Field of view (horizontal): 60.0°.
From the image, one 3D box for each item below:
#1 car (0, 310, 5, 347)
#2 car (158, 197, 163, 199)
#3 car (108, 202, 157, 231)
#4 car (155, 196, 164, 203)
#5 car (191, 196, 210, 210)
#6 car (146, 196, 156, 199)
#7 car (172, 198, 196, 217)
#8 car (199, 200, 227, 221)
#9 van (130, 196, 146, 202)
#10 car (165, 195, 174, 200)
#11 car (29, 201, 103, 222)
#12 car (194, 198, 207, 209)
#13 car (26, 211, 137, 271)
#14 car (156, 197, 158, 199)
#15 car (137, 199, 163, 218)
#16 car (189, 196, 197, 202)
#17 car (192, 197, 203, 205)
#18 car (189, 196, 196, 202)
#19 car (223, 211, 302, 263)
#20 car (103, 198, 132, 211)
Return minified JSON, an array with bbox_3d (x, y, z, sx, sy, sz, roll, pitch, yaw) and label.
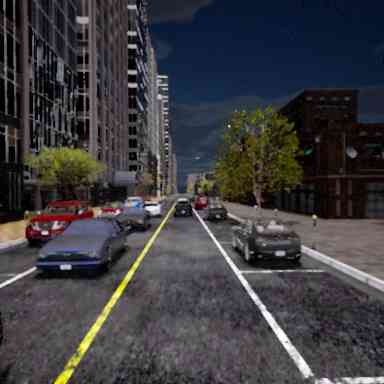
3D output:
[{"bbox_3d":[-3.091,1.626,1.708,1.895,1.301,4.718,0,0,-2],"label":"car"},{"bbox_3d":[-7.923,1.838,77.874,1.752,1.417,4.829,-1,0,-2],"label":"car"},{"bbox_3d":[-3.676,1.643,21.571,2.033,1.411,5.357,0,0,-1],"label":"car"},{"bbox_3d":[-8.084,1.858,83.406,1.752,1.417,4.829,-1,0,-2],"label":"car"},{"bbox_3d":[1.411,1.452,45.084,2.192,1.841,5.009,-1,0,-2],"label":"car"},{"bbox_3d":[-7.127,1.532,50.382,2.192,1.841,5.009,-1,0,-2],"label":"car"},{"bbox_3d":[-0.871,1.619,33.368,1.837,1.490,4.892,0,-1,-1],"label":"car"},{"bbox_3d":[1.932,1.627,27.752,2.008,1.369,4.403,-1,0,-2],"label":"car"},{"bbox_3d":[-6.804,1.519,39.318,1.690,1.788,3.998,-1,0,-2],"label":"van"},{"bbox_3d":[-5.236,1.391,78.331,2.097,1.767,4.553,0,0,-2],"label":"car"},{"bbox_3d":[-6.241,1.412,16.458,2.192,1.841,5.009,-1,0,-2],"label":"car"},{"bbox_3d":[1.250,1.683,50.786,1.752,1.417,4.829,-1,0,-2],"label":"car"},{"bbox_3d":[-3.385,1.607,11.413,2.033,1.411,5.357,0,0,-1],"label":"car"},{"bbox_3d":[-7.279,1.761,55.745,1.752,1.417,4.829,-1,0,-2],"label":"car"},{"bbox_3d":[-3.919,1.658,32.035,1.812,1.442,4.674,0,0,-2],"label":"car"},{"bbox_3d":[0.288,1.839,83.808,1.947,1.339,4.313,-1,0,-2],"label":"car"},{"bbox_3d":[1.086,1.719,67.441,1.837,1.490,4.892,0,0,-2],"label":"car"},{"bbox_3d":[0.128,1.874,89.340,1.802,1.307,4.206,-1,0,-2],"label":"car"},{"bbox_3d":[2.512,1.569,11.895,2.008,1.369,4.403,-1,0,-2],"label":"car"},{"bbox_3d":[-6.470,1.576,27.525,1.967,1.590,4.097,-1,0,-2],"label":"car"}]
